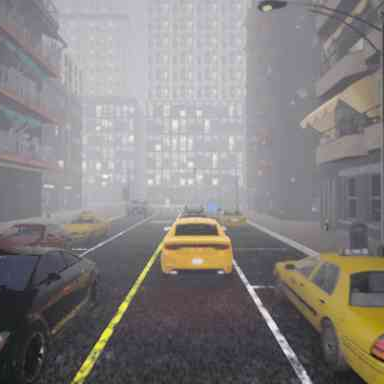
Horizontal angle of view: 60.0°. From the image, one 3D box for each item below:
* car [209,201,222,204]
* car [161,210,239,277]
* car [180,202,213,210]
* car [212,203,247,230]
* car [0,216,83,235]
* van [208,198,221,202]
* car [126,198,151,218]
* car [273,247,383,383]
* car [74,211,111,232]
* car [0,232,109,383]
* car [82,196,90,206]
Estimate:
[{"bbox_3d":[2.599,1.744,28.069,1.752,1.417,4.829,0,0,0],"label":"car"},{"bbox_3d":[0.112,1.559,10.565,1.882,1.535,5.008,0,0,-1],"label":"car"},{"bbox_3d":[0.126,1.680,24.150,2.128,1.511,4.902,0,0,0],"label":"car"},{"bbox_3d":[2.593,1.699,22.429,1.752,1.417,4.829,0,0,0],"label":"car"},{"bbox_3d":[-5.300,1.667,10.986,1.802,1.307,4.206,0,0,0],"label":"car"},{"bbox_3d":[2.612,1.650,39.180,1.690,1.788,3.998,0,0,0],"label":"van"},{"bbox_3d":[-5.274,1.579,33.550,2.192,1.841,5.009,0,0,0],"label":"car"},{"bbox_3d":[2.575,1.568,5.508,1.752,1.417,4.829,0,0,0],"label":"car"},{"bbox_3d":[-5.293,1.653,16.457,1.752,1.417,4.829,0,0,0],"label":"car"},{"bbox_3d":[-2.845,1.604,5.166,1.994,1.385,4.181,0,0,0],"label":"car"},{"bbox_3d":[-20.809,1.574,59.184,5.009,1.841,2.192,1,-1,0],"label":"car"}]
